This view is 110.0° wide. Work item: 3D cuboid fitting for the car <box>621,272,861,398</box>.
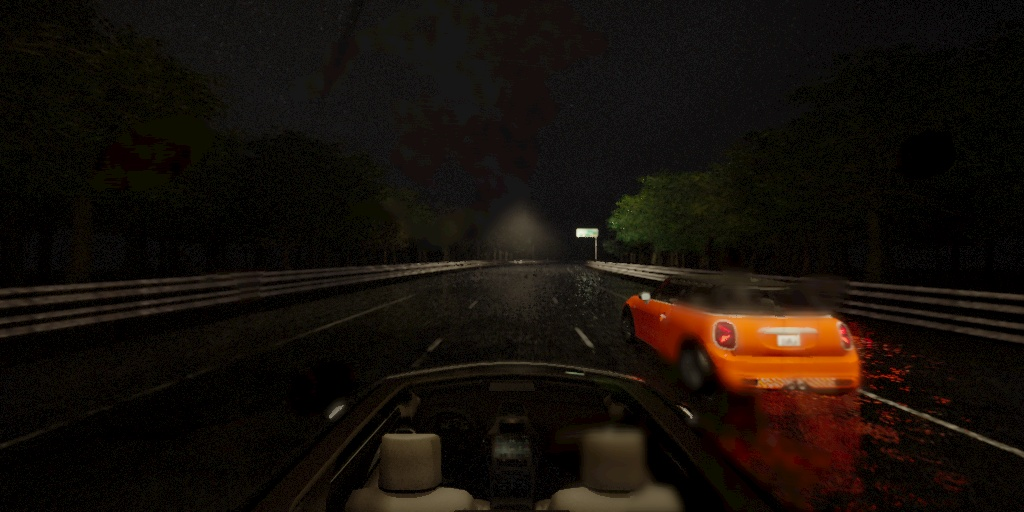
[{"bbox_3d":[3.640,1.126,6.794,2.097,1.767,4.553,0,0,1],"label":"car"}]
